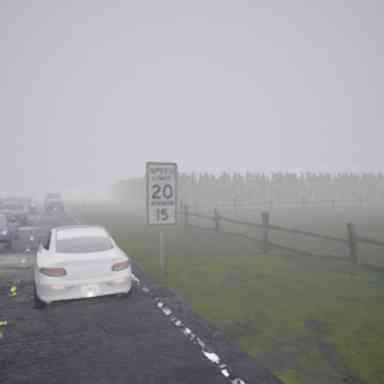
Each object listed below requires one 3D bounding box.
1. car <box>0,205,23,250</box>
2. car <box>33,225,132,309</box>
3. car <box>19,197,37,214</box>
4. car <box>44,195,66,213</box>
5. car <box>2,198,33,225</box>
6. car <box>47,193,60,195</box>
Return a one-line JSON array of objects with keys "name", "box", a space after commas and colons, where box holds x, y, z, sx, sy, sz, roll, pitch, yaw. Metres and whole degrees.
[{"name": "car", "box": [-8.409, 1.503, 13.946, 1.812, 1.442, 4.674, 0, 0, -23]}, {"name": "car", "box": [-2.683, 1.514, 7.890, 1.812, 1.442, 4.674, 0, 0, -23]}, {"name": "car", "box": [-16.842, 1.295, 33.507, 2.097, 1.767, 4.553, 0, 0, -23]}, {"name": "car", "box": [-14.990, 1.445, 36.425, 1.837, 1.490, 4.892, 0, 0, -23]}, {"name": "car", "box": [-12.322, 1.465, 22.975, 1.837, 1.490, 4.892, 0, 1, -23]}, {"name": "car", "box": [-19.007, 1.145, 45.554, 2.150, 2.045, 5.566, 0, 0, -23]}]
